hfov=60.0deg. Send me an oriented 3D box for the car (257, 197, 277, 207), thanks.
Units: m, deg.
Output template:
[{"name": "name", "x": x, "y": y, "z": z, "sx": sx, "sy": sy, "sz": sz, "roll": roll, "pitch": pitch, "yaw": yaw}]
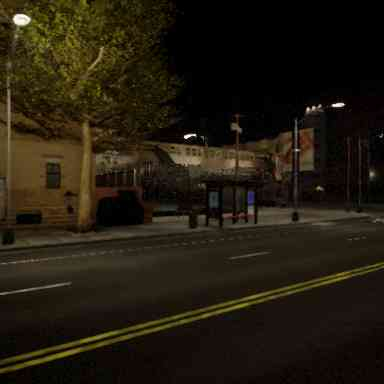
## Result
[{"name": "car", "x": 10.063, "y": 1.471, "z": 48.454, "sx": 2.097, "sy": 1.535, "sz": 5.008, "roll": 0, "pitch": 0, "yaw": -35}]
